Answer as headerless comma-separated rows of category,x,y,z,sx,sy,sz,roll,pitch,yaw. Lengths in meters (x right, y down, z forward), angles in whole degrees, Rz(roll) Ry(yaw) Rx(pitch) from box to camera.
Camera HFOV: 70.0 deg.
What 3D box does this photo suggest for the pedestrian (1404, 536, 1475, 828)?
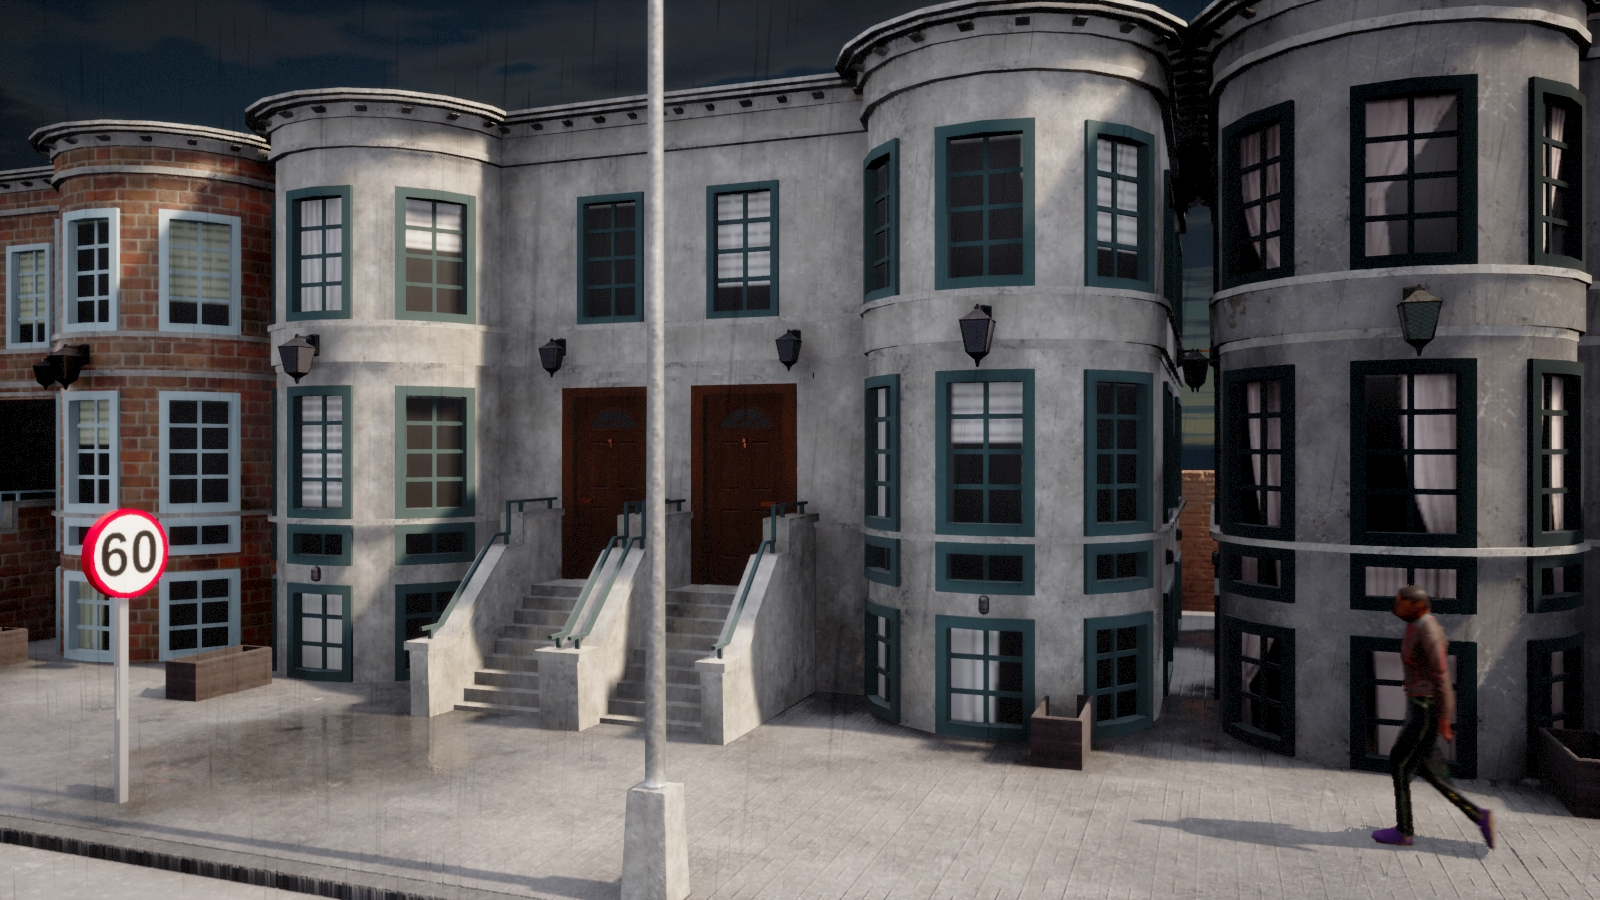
pedestrian,4.280,1.524,7.661,0.375,1.860,0.375,0,0,23
